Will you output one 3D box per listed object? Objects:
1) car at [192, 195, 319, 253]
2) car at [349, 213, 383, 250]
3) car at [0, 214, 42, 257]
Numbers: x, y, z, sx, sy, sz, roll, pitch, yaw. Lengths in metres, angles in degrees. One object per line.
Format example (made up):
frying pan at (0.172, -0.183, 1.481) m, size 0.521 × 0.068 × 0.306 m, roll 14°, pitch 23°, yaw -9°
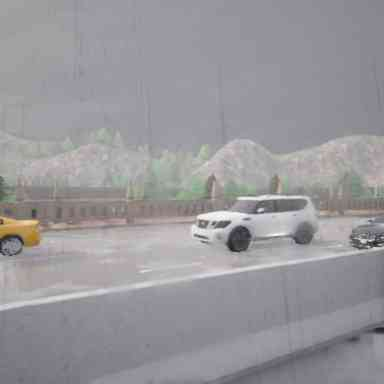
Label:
car at (2.731, 1.160, 13.665) m, size 5.566 × 2.045 × 2.150 m, roll 0°, pitch 0°, yaw -29°
car at (8.084, 1.451, 12.538) m, size 4.892 × 1.490 × 1.837 m, roll 0°, pitch 0°, yaw -26°
car at (-7.779, 1.421, 11.147) m, size 5.008 × 1.535 × 1.882 m, roll 0°, pitch 0°, yaw -35°
